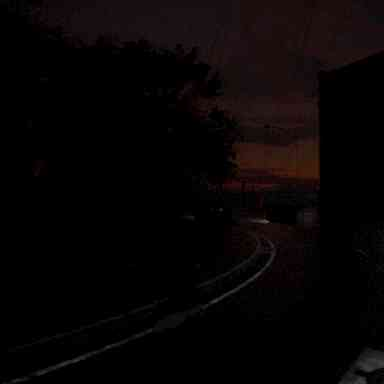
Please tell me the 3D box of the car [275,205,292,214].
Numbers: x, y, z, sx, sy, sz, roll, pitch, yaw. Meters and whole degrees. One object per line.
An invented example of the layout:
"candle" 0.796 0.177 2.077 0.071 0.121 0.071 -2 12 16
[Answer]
"car" 16.029 3.134 58.127 2.002 1.452 4.674 1 -3 26

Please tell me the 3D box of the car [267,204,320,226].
"car" 7.227 1.664 24.360 1.994 1.385 4.181 0 0 -19

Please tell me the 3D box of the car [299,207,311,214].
"car" 28.172 4.696 82.931 2.185 1.767 4.553 0 -4 26

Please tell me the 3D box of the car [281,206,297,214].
"car" 18.429 3.467 63.060 2.163 1.488 4.792 0 -4 26

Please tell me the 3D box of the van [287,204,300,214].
"van" 20.900 3.562 68.105 1.878 1.987 4.442 0 -4 26

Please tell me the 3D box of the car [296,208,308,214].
"car" 25.699 4.510 77.884 2.002 1.452 4.674 0 -4 26

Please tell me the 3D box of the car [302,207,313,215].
"car" 30.601 5.041 87.882 2.185 1.767 4.553 0 -4 26

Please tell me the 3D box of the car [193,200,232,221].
"car" 1.708 1.513 29.533 2.097 1.767 4.553 0 0 -19
